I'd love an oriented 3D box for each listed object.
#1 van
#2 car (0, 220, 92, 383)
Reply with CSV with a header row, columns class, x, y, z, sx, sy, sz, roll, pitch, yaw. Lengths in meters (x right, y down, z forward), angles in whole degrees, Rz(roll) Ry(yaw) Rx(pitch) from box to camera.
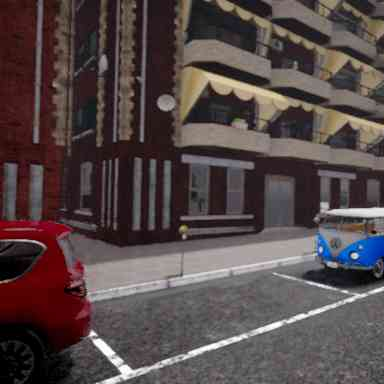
class,x,y,z,sx,sy,sz,roll,pitch,yaw
van,5.392,1.388,9.914,3.998,1.788,1.690,0,1,-35
car,-3.611,1.311,3.492,5.009,1.841,2.192,0,1,-35
